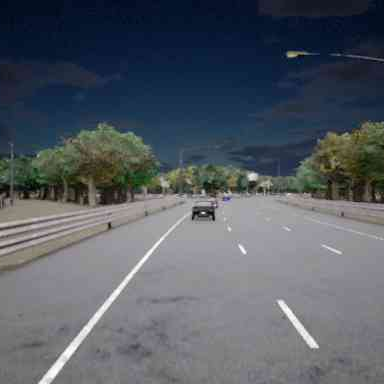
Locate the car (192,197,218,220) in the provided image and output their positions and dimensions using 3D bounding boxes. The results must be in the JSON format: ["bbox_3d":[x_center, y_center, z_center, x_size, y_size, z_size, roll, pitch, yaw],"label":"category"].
[{"bbox_3d":[1.038,1.469,28.260,1.882,1.535,5.008,0,0,4],"label":"car"}]

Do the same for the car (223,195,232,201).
[{"bbox_3d":[8.927,1.450,84.365,1.882,1.535,5.008,0,0,13],"label":"car"}]
